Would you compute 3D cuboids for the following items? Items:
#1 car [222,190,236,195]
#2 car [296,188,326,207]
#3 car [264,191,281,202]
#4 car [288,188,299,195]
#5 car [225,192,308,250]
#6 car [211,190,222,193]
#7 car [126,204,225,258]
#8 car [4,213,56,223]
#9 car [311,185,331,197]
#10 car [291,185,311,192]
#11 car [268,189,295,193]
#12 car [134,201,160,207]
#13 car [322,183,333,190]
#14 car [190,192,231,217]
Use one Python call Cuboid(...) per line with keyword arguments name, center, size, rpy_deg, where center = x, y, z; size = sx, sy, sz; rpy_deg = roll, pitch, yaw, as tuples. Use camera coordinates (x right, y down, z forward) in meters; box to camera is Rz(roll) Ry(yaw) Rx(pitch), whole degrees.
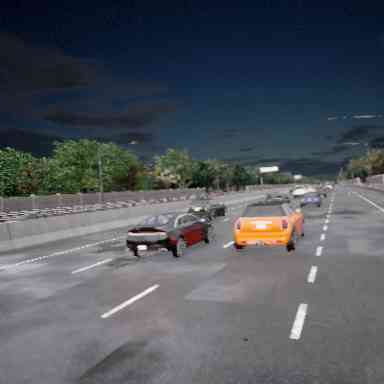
Cuboid(name="car", center=(9.443, 0.480, 80.190), size=(1.837, 1.490, 4.892), rpy_deg=(-4, 0, 23))
Cuboid(name="car", center=(11.710, 0.700, 32.683), size=(2.033, 1.411, 5.357), rpy_deg=(-4, 0, 24))
Cuboid(name="car", center=(12.770, 0.616, 52.653), size=(1.812, 1.442, 4.674), rpy_deg=(-4, 0, 23))
Cuboid(name="car", center=(24.260, -0.187, 79.189), size=(1.837, 1.490, 4.892), rpy_deg=(-4, 0, 23))
Cuboid(name="car", center=(3.180, 1.118, 13.194), size=(2.097, 1.767, 4.553), rpy_deg=(-4, 0, 24))
Cuboid(name="car", center=(6.209, 0.437, 81.556), size=(2.150, 2.045, 5.566), rpy_deg=(-4, 0, 23))
Cuboid(name="car", center=(-0.663, 1.535, 13.104), size=(2.128, 1.511, 4.902), rpy_deg=(-4, 0, 24))
Cuboid(name="car", center=(-13.486, 2.509, 27.561), size=(2.033, 1.411, 5.357), rpy_deg=(-4, 0, 24))
Cuboid(name="car", center=(20.507, 0.087, 52.934), size=(2.033, 1.411, 5.357), rpy_deg=(-4, 0, 23))
Cuboid(name="car", center=(19.341, -0.149, 59.081), size=(2.150, 2.045, 5.566), rpy_deg=(-4, 0, 23))
Cuboid(name="car", center=(9.538, 0.801, 36.448), size=(2.128, 1.511, 4.902), rpy_deg=(-4, 0, 24))
Cuboid(name="car", center=(-5.986, 1.937, 44.531), size=(1.882, 1.535, 5.008), rpy_deg=(-4, 0, 24))
Cuboid(name="car", center=(30.647, -0.620, 76.357), size=(2.128, 1.511, 4.902), rpy_deg=(-4, 0, 23))
Cuboid(name="car", center=(1.220, 1.256, 26.138), size=(2.097, 1.767, 4.553), rpy_deg=(-4, 0, 24))
